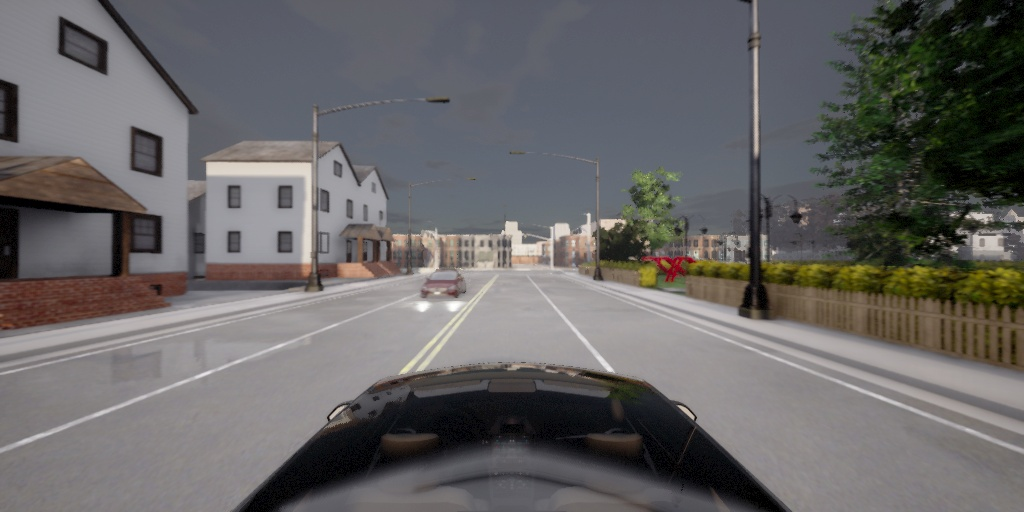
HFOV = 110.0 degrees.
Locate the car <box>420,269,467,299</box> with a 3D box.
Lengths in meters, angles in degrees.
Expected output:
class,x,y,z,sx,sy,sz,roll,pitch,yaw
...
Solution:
class,x,y,z,sx,sy,sz,roll,pitch,yaw
car,-3.496,1.448,19.057,1.812,1.442,4.674,0,1,0
